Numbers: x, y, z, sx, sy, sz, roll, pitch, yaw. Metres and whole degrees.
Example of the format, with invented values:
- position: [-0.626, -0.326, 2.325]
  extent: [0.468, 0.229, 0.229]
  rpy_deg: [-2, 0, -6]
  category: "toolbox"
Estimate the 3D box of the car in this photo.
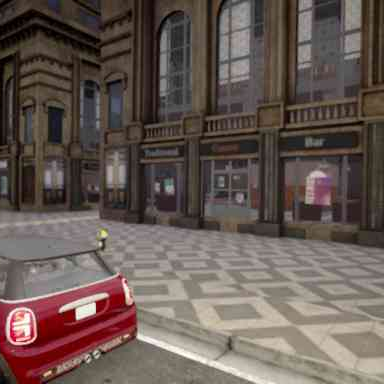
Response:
- position: [-2.801, 1.368, 4.963]
  extent: [4.097, 1.590, 1.967]
  rpy_deg: [1, 1, 36]
  category: "car"
